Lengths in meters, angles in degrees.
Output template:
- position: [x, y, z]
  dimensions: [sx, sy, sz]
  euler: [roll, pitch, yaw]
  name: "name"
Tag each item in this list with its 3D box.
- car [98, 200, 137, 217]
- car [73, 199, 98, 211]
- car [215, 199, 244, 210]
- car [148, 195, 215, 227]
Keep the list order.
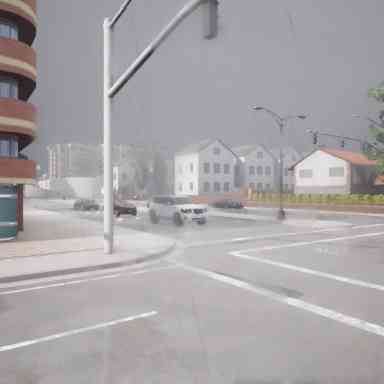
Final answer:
- position: [-7.002, 1.476, 32.027]
  dimensions: [1.882, 1.535, 5.008]
  euler: [0, 0, -34]
  name: "car"
- position: [-13.047, 1.547, 40.786]
  dimensions: [2.033, 1.411, 5.357]
  euler: [0, 0, -35]
  name: "car"
- position: [4.251, 1.547, 42.469]
  dimensions: [2.033, 1.411, 5.357]
  euler: [0, 0, -35]
  name: "car"
- position: [-1.094, 1.221, 23.488]
  dimensions: [2.150, 2.045, 5.566]
  euler: [0, 0, -35]
  name: "car"
